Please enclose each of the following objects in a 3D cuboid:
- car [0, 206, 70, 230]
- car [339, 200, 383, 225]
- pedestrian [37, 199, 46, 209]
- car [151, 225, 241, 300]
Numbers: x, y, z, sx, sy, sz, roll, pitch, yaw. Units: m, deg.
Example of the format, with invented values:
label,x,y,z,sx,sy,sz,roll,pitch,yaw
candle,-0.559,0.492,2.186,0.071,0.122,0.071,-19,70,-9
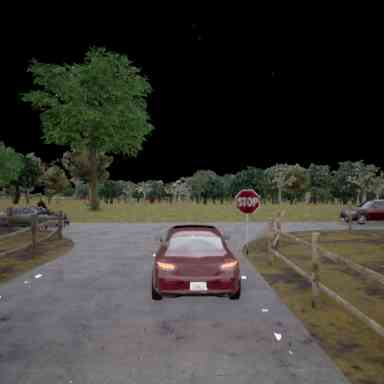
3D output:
label,x,y,z,sx,sy,sz,roll,pitch,yaw
car,-9.638,1.563,20.175,4.181,1.385,1.994,0,-2,9
car,12.922,1.355,23.630,4.553,1.767,2.097,0,-1,-1
pedestrian,-12.155,1.431,26.719,0.375,1.860,0.375,0,-1,0
car,0.038,1.537,8.297,1.812,1.442,4.674,0,0,-2
